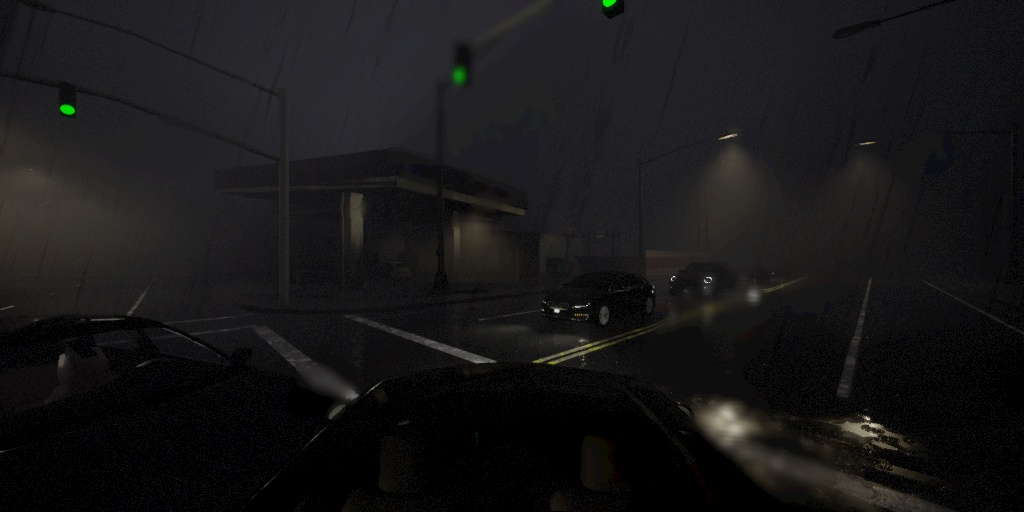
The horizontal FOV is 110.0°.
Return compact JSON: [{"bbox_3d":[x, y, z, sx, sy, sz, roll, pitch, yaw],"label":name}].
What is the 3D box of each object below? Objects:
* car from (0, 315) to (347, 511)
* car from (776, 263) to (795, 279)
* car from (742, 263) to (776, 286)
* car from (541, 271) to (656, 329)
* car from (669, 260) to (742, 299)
[{"bbox_3d":[-3.406,1.242,2.582,4.902,1.511,2.128,0,0,15],"label":"car"},{"bbox_3d":[23.965,1.313,32.253,4.181,1.385,1.994,0,0,-44],"label":"car"},{"bbox_3d":[16.792,1.314,25.241,1.994,1.385,4.181,0,0,44],"label":"car"},{"bbox_3d":[2.947,1.255,11.564,4.892,1.490,1.837,0,0,-45],"label":"car"},{"bbox_3d":[9.825,1.102,18.370,4.553,1.767,2.097,0,0,-45],"label":"car"}]
